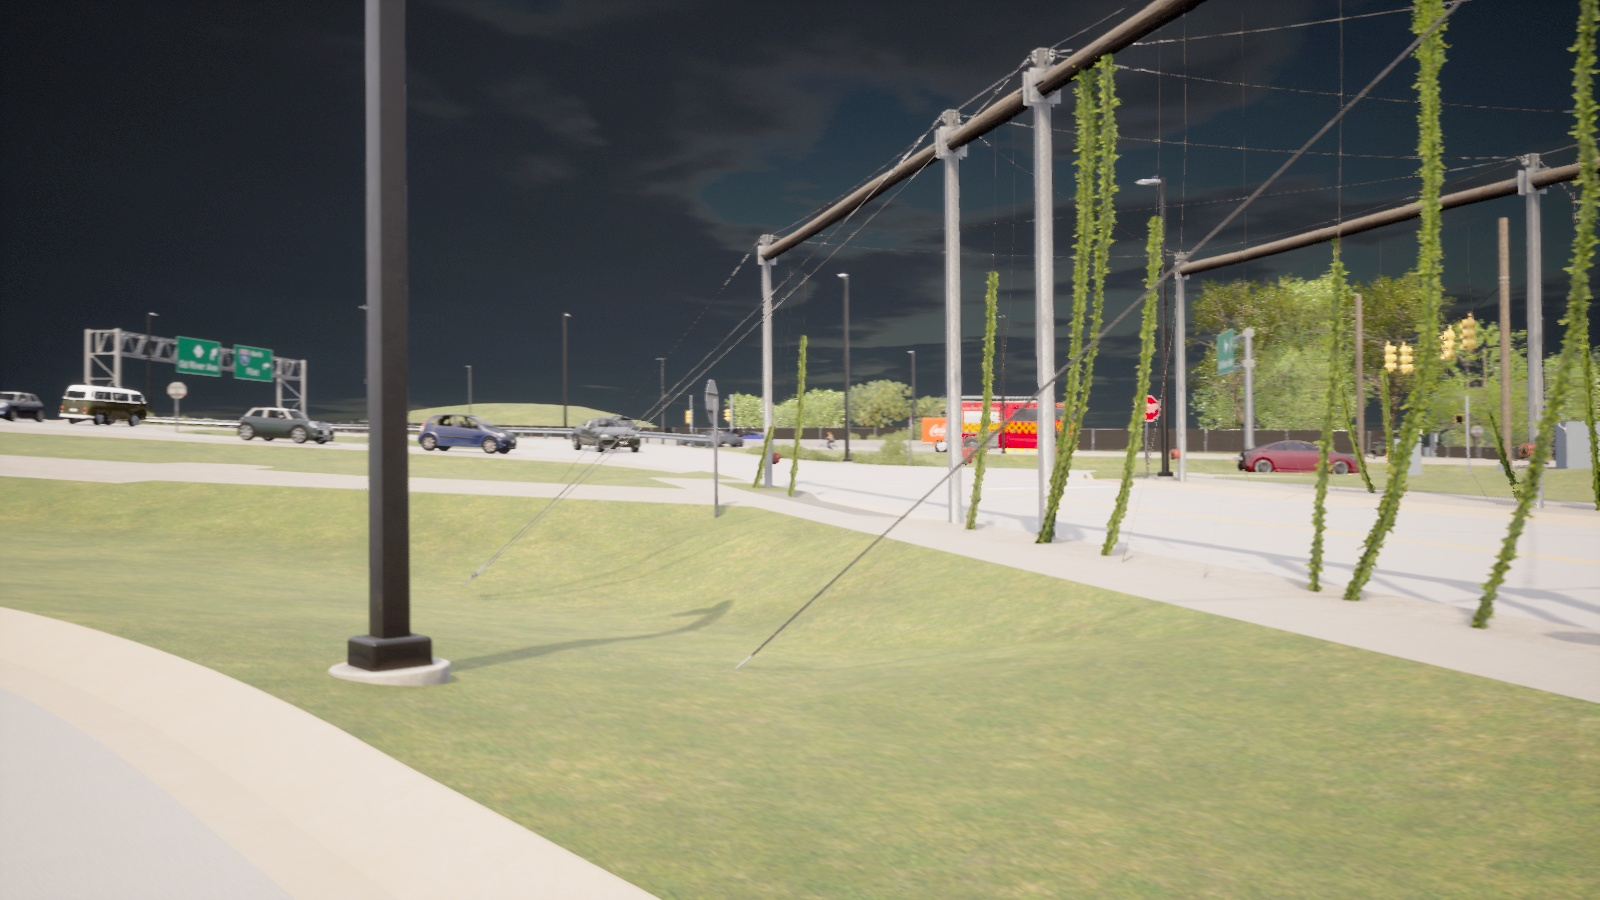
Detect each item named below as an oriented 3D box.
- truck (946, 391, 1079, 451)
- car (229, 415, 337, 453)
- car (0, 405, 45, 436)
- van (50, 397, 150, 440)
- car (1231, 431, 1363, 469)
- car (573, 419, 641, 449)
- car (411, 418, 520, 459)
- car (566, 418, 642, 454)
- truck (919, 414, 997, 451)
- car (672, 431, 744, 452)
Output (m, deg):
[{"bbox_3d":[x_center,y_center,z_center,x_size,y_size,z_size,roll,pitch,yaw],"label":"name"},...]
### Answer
[{"bbox_3d":[13.928,-1.870,82.552,8.468,3.827,2.891,0,0,9],"label":"truck"},{"bbox_3d":[-22.410,-0.696,54.515,3.806,1.475,1.970,2,0,10],"label":"car"},{"bbox_3d":[-39.913,-1.503,62.925,1.970,1.475,3.806,2,0,-4],"label":"car"},{"bbox_3d":[-36.663,-1.631,65.950,2.069,2.038,4.480,3,0,12],"label":"van"},{"bbox_3d":[18.374,0.003,46.584,4.181,1.385,1.994,0,0,8],"label":"car"},{"bbox_3d":[-11.077,-0.936,71.967,2.033,1.649,4.856,-1,2,-33],"label":"car"},{"bbox_3d":[-14.143,-0.481,53.188,3.988,1.617,1.851,2,0,8],"label":"car"},{"bbox_3d":[-9.745,-0.722,62.058,2.152,1.651,5.027,-2,3,-29],"label":"car"},{"bbox_3d":[10.913,-1.163,86.558,5.204,2.467,2.627,0,0,9],"label":"truck"},{"bbox_3d":[-6.779,-0.606,92.838,4.902,1.511,2.128,0,0,9],"label":"car"}]
